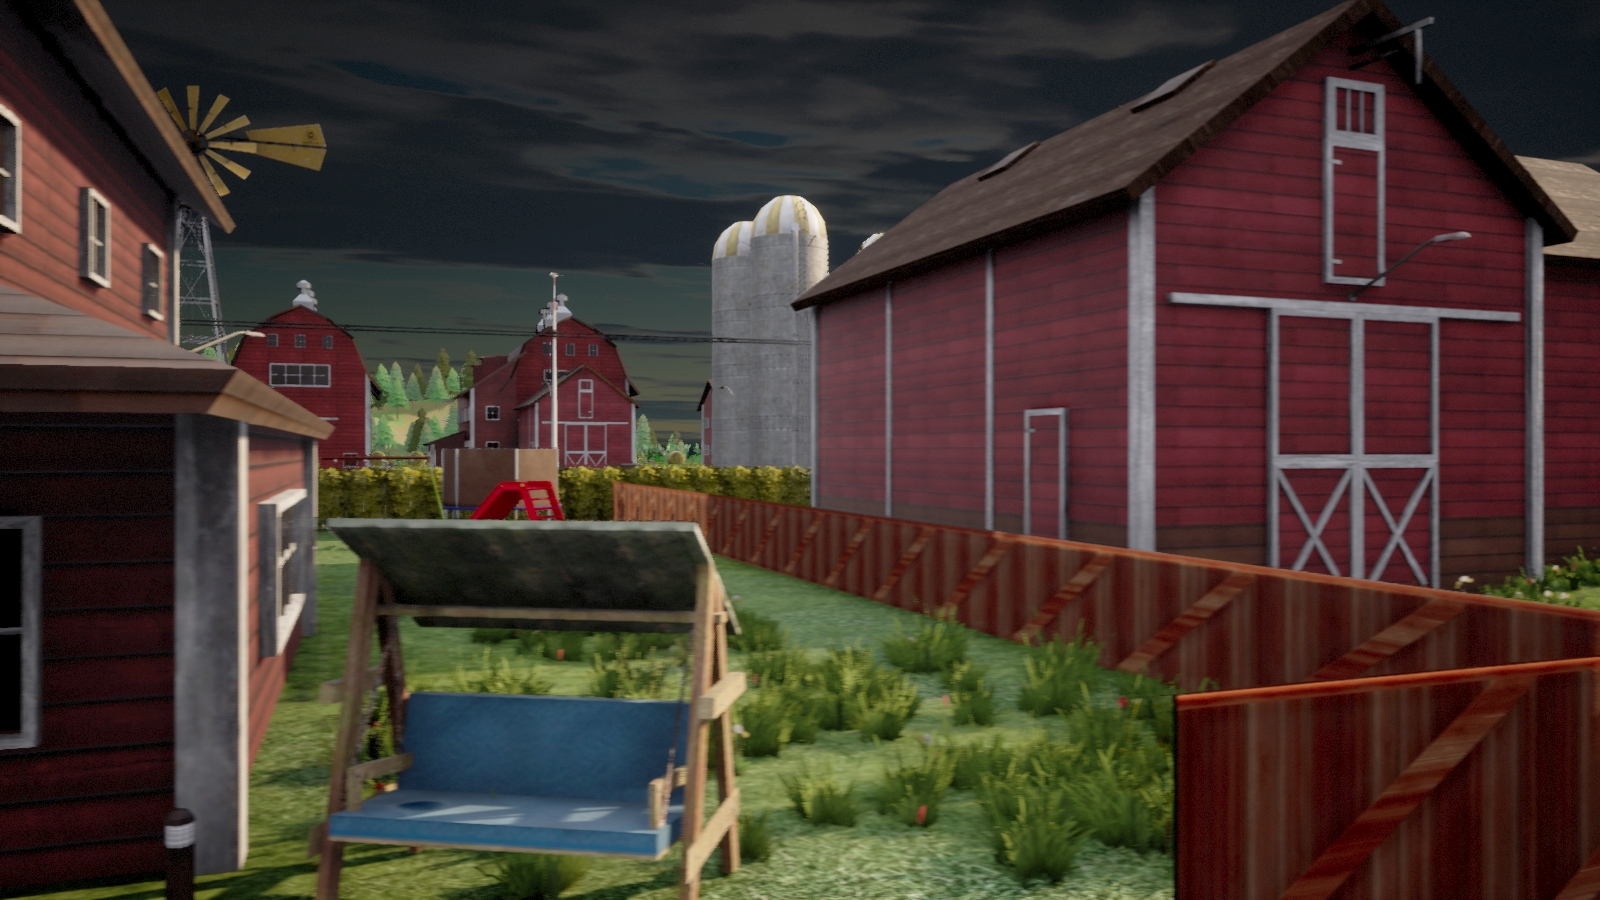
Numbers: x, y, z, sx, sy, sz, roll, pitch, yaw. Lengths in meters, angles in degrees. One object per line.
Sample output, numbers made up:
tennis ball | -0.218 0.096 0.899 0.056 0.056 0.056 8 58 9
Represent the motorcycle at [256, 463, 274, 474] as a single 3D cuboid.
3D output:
motorcycle | -62.625 2.139 133.778 1.805 1.316 0.856 0 0 -19
